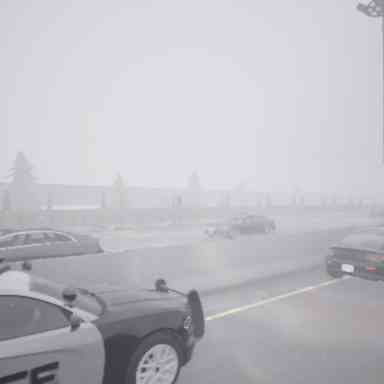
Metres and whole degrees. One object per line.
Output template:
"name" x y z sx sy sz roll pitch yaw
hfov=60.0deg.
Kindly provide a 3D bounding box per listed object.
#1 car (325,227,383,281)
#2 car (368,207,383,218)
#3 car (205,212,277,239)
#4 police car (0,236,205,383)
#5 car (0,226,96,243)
"car" 5.648 1.735 9.639 4.674 1.442 1.812 1 -2 -38
"car" 22.637 2.433 38.848 4.718 1.301 1.895 1 -2 -33
"car" 2.947 1.945 19.658 4.902 1.511 2.128 1 -2 -38
"police car" -2.127 1.522 3.528 5.238 1.638 1.930 1 -2 -38
"car" -4.859 1.728 9.073 4.902 1.511 2.128 1 -2 -38
